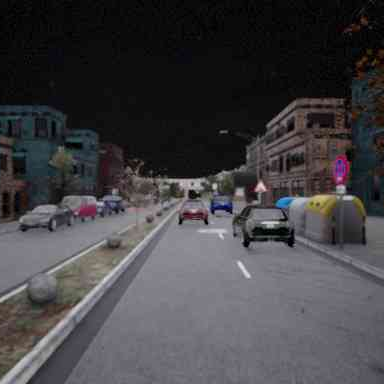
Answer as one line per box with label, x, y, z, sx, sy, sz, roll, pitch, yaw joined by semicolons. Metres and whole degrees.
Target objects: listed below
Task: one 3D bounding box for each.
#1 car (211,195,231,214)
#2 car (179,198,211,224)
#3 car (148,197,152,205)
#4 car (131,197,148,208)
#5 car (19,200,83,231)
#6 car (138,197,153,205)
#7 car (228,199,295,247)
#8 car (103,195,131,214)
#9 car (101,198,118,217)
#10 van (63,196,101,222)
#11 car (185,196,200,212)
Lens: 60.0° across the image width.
car;3.106;1.310;36.162;2.150;2.045;5.566;0;0;0
car;0.103;1.391;25.303;2.097;1.767;4.553;0;0;0
car;-8.966;1.701;59.159;2.231;1.521;4.892;0;0;0
car;-8.945;1.699;53.601;2.163;1.488;4.792;0;0;0
car;-8.820;1.505;20.633;2.231;1.521;4.892;0;0;0
car;-8.987;1.731;64.806;2.231;1.521;4.892;0;0;0
car;3.101;1.365;15.287;2.097;1.767;4.553;0;0;0
car;-8.882;1.320;37.163;2.435;2.045;5.566;0;0;0
car;-8.861;1.583;31.673;2.002;1.452;4.674;0;0;0
van;-8.840;1.295;26.032;1.878;1.987;4.442;0;0;0
car;0.095;1.514;42.994;1.837;1.490;4.892;0;4;0
